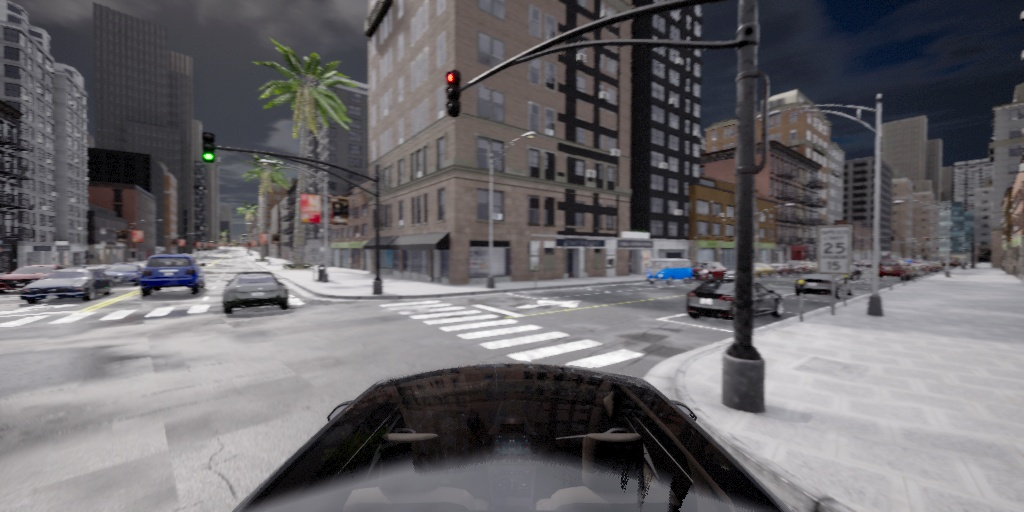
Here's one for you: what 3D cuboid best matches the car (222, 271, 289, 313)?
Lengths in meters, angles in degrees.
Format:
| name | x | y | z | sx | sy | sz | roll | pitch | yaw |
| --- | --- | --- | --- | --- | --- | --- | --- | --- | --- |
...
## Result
| name | x | y | z | sx | sy | sz | roll | pitch | yaw |
| --- | --- | --- | --- | --- | --- | --- | --- | --- | --- |
| car | -10.092 | 1.298 | 14.114 | 1.994 | 1.385 | 4.181 | -1 | 0 | -37 |

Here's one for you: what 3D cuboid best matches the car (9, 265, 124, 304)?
| name | x | y | z | sx | sy | sz | roll | pitch | yaw |
| --- | --- | --- | --- | --- | --- | --- | --- | --- | --- |
| car | -20.756 | 1.323 | 17.048 | 2.033 | 1.411 | 5.357 | 0 | 0 | -37 |

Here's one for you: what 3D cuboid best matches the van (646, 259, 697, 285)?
| name | x | y | z | sx | sy | sz | roll | pitch | yaw |
| --- | --- | --- | --- | --- | --- | --- | --- | --- | --- |
| van | 11.212 | 1.080 | 25.606 | 3.998 | 1.789 | 1.690 | 0 | 0 | -37 |

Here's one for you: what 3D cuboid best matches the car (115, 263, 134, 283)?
| name | x | y | z | sx | sy | sz | roll | pitch | yaw |
| --- | --- | --- | --- | --- | --- | --- | --- | --- | --- |
| car | -26.479 | 1.293 | 24.596 | 1.812 | 1.442 | 4.674 | 0 | 0 | -37 |

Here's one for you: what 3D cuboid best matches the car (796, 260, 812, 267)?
| name | x | y | z | sx | sy | sz | roll | pitch | yaw |
| --- | --- | --- | --- | --- | --- | --- | --- | --- | --- |
| car | 33.141 | 1.230 | 42.173 | 4.097 | 1.591 | 1.967 | 0 | 0 | -37 |

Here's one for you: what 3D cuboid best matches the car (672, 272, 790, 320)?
| name | x | y | z | sx | sy | sz | roll | pitch | yaw |
| --- | --- | --- | --- | --- | --- | --- | --- | --- | --- |
| car | 7.579 | 1.422 | 12.178 | 4.313 | 1.339 | 1.948 | 0 | 0 | -37 |

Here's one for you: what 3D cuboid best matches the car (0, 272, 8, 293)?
| name | x | y | z | sx | sy | sz | roll | pitch | yaw |
| --- | --- | --- | --- | --- | --- | --- | --- | --- | --- |
| car | -22.396 | 1.277 | 13.843 | 1.882 | 1.535 | 5.008 | 0 | 0 | -37 |

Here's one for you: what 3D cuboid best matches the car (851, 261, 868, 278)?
| name | x | y | z | sx | sy | sz | roll | pitch | yaw |
| --- | --- | --- | --- | --- | --- | --- | --- | --- | --- |
| car | 30.599 | 1.405 | 33.011 | 5.357 | 1.411 | 2.033 | 0 | 1 | -37 |

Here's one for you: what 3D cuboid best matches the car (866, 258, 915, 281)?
| name | x | y | z | sx | sy | sz | roll | pitch | yaw |
| --- | --- | --- | --- | --- | --- | --- | --- | --- | --- |
| car | 33.894 | 1.218 | 32.057 | 5.009 | 1.841 | 2.192 | 0 | 0 | -37 |

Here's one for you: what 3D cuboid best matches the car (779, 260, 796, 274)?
| name | x | y | z | sx | sy | sz | roll | pitch | yaw |
| --- | --- | --- | --- | --- | --- | --- | --- | --- | --- |
| car | 28.755 | 1.358 | 38.859 | 4.207 | 1.307 | 1.802 | 0 | 0 | -37 |

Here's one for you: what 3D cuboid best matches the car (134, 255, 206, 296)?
| name | x | y | z | sx | sy | sz | roll | pitch | yaw |
| --- | --- | --- | --- | --- | --- | --- | --- | --- | --- |
| car | -18.428 | 0.972 | 19.668 | 2.150 | 2.045 | 5.566 | 0 | 0 | -37 |

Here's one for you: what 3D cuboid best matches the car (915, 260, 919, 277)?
| name | x | y | z | sx | sy | sz | roll | pitch | yaw |
| --- | --- | --- | --- | --- | --- | --- | --- | --- | --- |
| car | 38.415 | 1.443 | 35.473 | 4.829 | 1.417 | 1.751 | 0 | 0 | -37 |

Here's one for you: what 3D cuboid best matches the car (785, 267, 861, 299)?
| name | x | y | z | sx | sy | sz | roll | pitch | yaw |
| --- | --- | --- | --- | --- | --- | --- | --- | --- | --- |
| car | 16.351 | 1.432 | 18.804 | 4.313 | 1.339 | 1.948 | 0 | 0 | -37 |

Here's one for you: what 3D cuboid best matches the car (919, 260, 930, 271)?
| name | x | y | z | sx | sy | sz | roll | pitch | yaw |
| --- | --- | --- | --- | --- | --- | --- | --- | --- | --- |
| car | 47.050 | 1.495 | 41.997 | 4.507 | 1.381 | 1.888 | 0 | 0 | -37 |

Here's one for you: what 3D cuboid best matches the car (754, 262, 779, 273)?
| name | x | y | z | sx | sy | sz | roll | pitch | yaw |
| --- | --- | --- | --- | --- | --- | --- | --- | --- | --- |
| car | 24.233 | 1.290 | 35.443 | 4.829 | 1.417 | 1.751 | 0 | 0 | -37 |

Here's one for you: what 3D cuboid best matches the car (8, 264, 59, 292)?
| name | x | y | z | sx | sy | sz | roll | pitch | yaw |
| --- | --- | --- | --- | --- | --- | --- | --- | --- | --- |
| car | -28.150 | 1.269 | 21.423 | 1.882 | 1.535 | 5.008 | 0 | 0 | -37 |

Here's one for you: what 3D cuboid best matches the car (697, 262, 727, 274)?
| name | x | y | z | sx | sy | sz | roll | pitch | yaw |
| --- | --- | --- | --- | --- | --- | --- | --- | --- | --- |
| car | 15.598 | 1.186 | 28.920 | 4.097 | 1.591 | 1.967 | 0 | 0 | -37 |

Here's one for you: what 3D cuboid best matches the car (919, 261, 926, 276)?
| name | x | y | z | sx | sy | sz | roll | pitch | yaw |
| --- | --- | --- | --- | --- | --- | --- | --- | --- | --- |
| car | 42.665 | 1.483 | 38.684 | 4.403 | 1.370 | 2.007 | 0 | 0 | -37 |

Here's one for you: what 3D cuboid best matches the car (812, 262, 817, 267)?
| name | x | y | z | sx | sy | sz | roll | pitch | yaw |
| --- | --- | --- | --- | --- | --- | --- | --- | --- | --- |
| car | 37.391 | 1.331 | 45.383 | 4.829 | 1.417 | 1.751 | 0 | 0 | -37 |
